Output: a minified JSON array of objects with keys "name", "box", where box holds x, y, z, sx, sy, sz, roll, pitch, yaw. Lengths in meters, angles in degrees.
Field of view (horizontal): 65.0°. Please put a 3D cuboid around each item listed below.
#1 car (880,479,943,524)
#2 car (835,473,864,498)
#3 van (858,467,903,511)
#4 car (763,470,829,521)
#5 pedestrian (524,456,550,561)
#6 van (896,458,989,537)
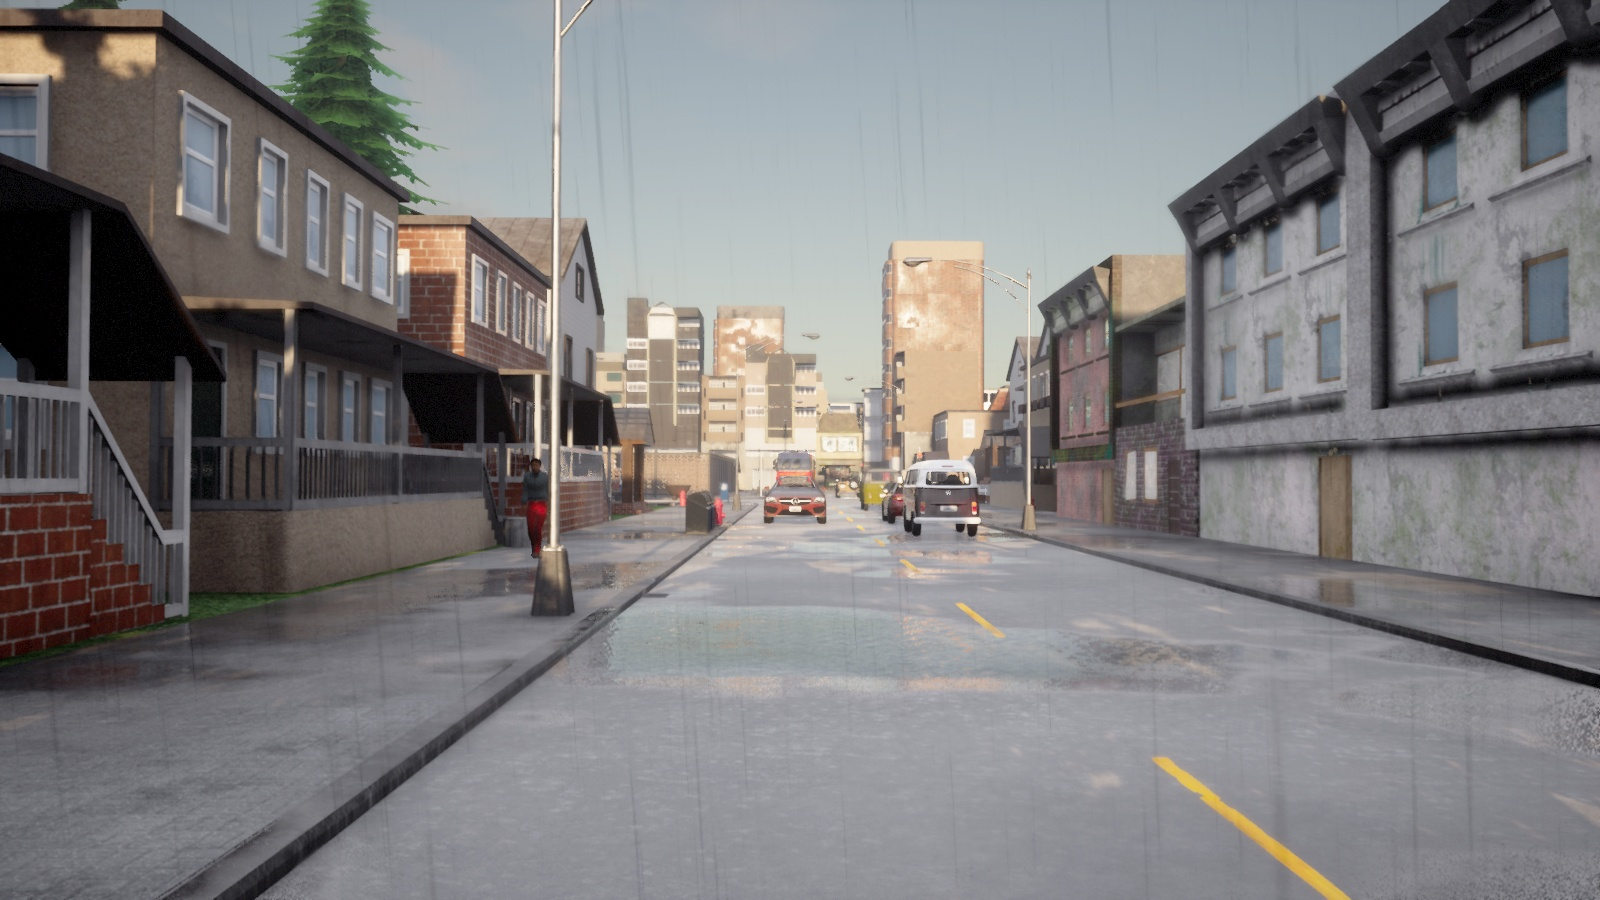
[{"name":"car","box":[3.847,1.759,43.910,1.816,1.474,4.193,0,-1,0]},{"name":"car","box":[3.682,2.634,94.047,1.932,1.855,4.605,0,-1,0]},{"name":"van","box":[3.800,1.836,59.731,1.775,1.987,4.442,0,-1,-1]},{"name":"car","box":[-0.153,1.533,43.603,2.152,1.651,5.027,0,-1,0]},{"name":"pedestrian","box":[-4.675,1.028,22.340,0.353,1.847,0.614,0,-1,-1]},{"name":"van","box":[3.877,1.276,34.884,2.069,2.038,4.480,0,-1,0]}]
